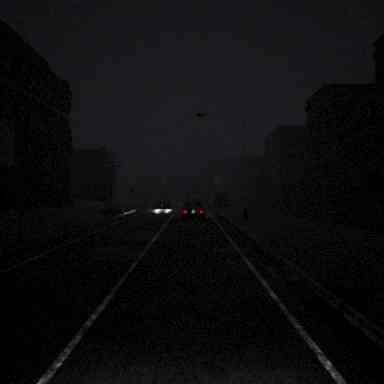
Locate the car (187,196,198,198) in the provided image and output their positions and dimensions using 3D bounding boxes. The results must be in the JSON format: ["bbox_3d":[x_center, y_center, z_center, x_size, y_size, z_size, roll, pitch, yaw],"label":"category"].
[{"bbox_3d":[0.068,1.317,43.361,2.128,1.511,4.902,0,0,0],"label":"car"}]

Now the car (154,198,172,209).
[{"bbox_3d":[-3.586,1.397,41.301,1.994,1.385,4.181,0,0,0],"label":"car"}]

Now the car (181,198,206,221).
[{"bbox_3d":[0.099,1.442,25.928,2.033,1.411,5.357,0,0,0],"label":"car"}]
